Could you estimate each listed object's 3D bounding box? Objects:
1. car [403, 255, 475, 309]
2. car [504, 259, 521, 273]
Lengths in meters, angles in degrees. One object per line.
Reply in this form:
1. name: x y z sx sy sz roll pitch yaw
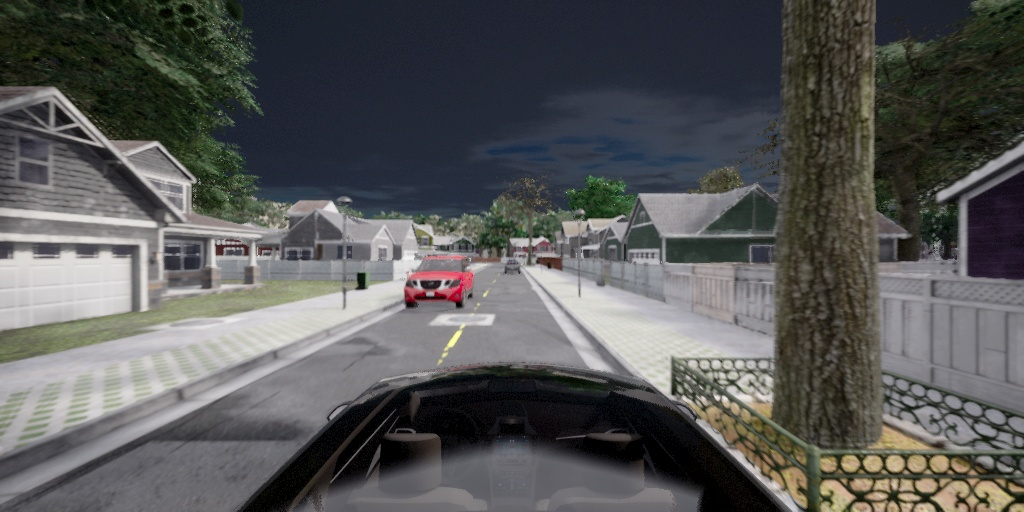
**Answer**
1. car: -2.863 0.980 15.285 2.150 2.045 5.566 0 0 0
2. car: 0.056 1.243 43.363 2.128 1.511 4.902 0 0 0
